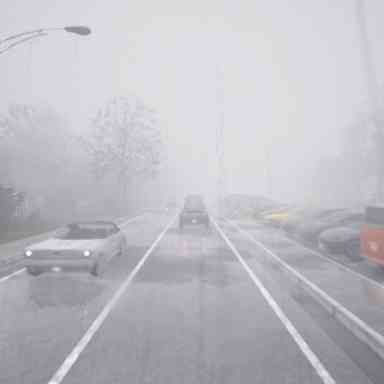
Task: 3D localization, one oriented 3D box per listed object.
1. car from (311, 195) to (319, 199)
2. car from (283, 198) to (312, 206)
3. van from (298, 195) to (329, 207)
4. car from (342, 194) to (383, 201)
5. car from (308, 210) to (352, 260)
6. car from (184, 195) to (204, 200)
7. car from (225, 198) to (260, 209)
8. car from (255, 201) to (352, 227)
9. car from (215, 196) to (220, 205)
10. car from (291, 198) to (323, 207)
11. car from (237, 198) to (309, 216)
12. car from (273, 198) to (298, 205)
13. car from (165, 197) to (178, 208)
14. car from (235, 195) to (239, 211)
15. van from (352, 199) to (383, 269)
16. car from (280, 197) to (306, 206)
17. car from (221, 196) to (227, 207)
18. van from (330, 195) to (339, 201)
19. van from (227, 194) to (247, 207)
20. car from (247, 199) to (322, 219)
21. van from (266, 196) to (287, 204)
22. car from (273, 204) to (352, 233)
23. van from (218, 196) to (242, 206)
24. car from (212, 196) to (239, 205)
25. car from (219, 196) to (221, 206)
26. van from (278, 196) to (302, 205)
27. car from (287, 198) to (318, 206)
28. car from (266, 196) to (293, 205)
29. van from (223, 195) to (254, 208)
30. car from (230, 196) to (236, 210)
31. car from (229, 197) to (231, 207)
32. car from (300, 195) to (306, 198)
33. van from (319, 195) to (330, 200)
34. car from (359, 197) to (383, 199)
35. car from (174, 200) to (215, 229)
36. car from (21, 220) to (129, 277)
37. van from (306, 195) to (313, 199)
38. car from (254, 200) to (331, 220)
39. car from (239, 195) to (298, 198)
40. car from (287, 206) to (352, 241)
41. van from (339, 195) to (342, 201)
[{"bbox_3d":[20.283,1.600,47.676,5.008,1.535,2.097,0,-1,0],"label":"car"},{"bbox_3d":[20.359,1.907,64.419,5.008,1.535,2.097,0,-1,0],"label":"car"},{"bbox_3d":[20.438,1.527,55.988,4.442,1.987,1.878,0,-1,0],"label":"van"},{"bbox_3d":[20.193,1.297,36.741,5.566,2.045,2.435,0,0,0],"label":"car"},{"bbox_3d":[6.985,1.525,11.830,4.792,1.488,2.163,0,0,0],"label":"car"},{"bbox_3d":[0.203,1.318,39.382,2.150,2.045,5.566,0,0,0],"label":"car"},{"bbox_3d":[7.228,1.637,47.893,4.792,1.488,2.163,0,-1,0],"label":"car"},{"bbox_3d":[6.871,1.512,20.159,5.366,1.575,1.946,0,0,0],"label":"car"},{"bbox_3d":[7.276,1.862,61.778,5.008,1.535,2.097,0,-1,0],"label":"car"},{"bbox_3d":[20.329,1.805,58.754,4.892,1.521,2.231,0,-1,0],"label":"car"},{"bbox_3d":[6.914,1.531,28.487,5.366,1.575,1.946,0,0,0],"label":"car"},{"bbox_3d":[20.400,2.059,72.604,4.892,1.521,2.231,0,-1,0],"label":"car"},{"bbox_3d":[-3.154,1.606,53.720,2.097,1.767,4.553,0,-1,1],"label":"car"},{"bbox_3d":[7.097,1.421,34.039,4.553,1.767,2.185,0,0,0],"label":"car"},{"bbox_3d":[7.116,1.263,9.053,4.442,1.987,1.878,0,0,0],"label":"van"},{"bbox_3d":[20.346,1.831,67.067,4.553,1.767,2.185,0,-1,0],"label":"car"},{"bbox_3d":[7.213,1.320,45.144,5.566,2.045,2.435,0,0,0],"label":"car"},{"bbox_3d":[20.366,1.335,42.156,4.442,1.987,1.878,0,0,0],"label":"van"},{"bbox_3d":[7.054,1.340,42.368,4.442,1.987,1.878,0,0,0],"label":"van"},{"bbox_3d":[7.079,1.528,25.710,4.892,1.521,2.231,0,0,0],"label":"car"},{"bbox_3d":[20.567,2.012,81.034,4.442,1.987,1.878,0,-1,0],"label":"van"},{"bbox_3d":[7.013,1.538,17.382,4.792,1.488,2.163,0,0,0],"label":"car"},{"bbox_3d":[7.401,1.688,64.557,4.442,1.987,1.878,0,-1,0],"label":"van"},{"bbox_3d":[7.299,1.815,72.885,5.566,2.045,2.435,0,-1,0],"label":"car"},{"bbox_3d":[7.230,1.749,53.450,4.674,1.452,2.002,0,-1,0],"label":"car"},{"bbox_3d":[20.509,1.781,69.837,4.442,1.987,1.878,0,-1,0],"label":"van"},{"bbox_3d":[20.344,1.854,61.524,5.008,1.535,2.097,0,-1,0],"label":"car"},{"bbox_3d":[20.462,1.916,78.143,5.566,2.045,2.435,0,-1,0],"label":"car"},{"bbox_3d":[7.097,1.433,50.680,4.442,1.987,1.878,0,-1,0],"label":"van"},{"bbox_3d":[7.137,1.553,36.815,5.008,1.535,2.097,0,0,0],"label":"car"},{"bbox_3d":[7.159,1.599,39.591,4.674,1.452,2.002,0,0,0],"label":"car"},{"bbox_3d":[20.122,1.699,53.215,5.366,1.575,1.946,0,-1,0],"label":"car"},{"bbox_3d":[20.148,1.341,45.060,4.442,1.987,1.878,0,-1,0],"label":"van"},{"bbox_3d":[20.201,1.541,33.845,5.008,1.535,2.097,0,0,0],"label":"car"},{"bbox_3d":[0.143,1.508,21.968,2.128,1.511,4.902,0,0,0],"label":"car"},{"bbox_3d":[-3.337,1.605,10.415,1.895,1.301,4.718,0,0,0],"label":"car"},{"bbox_3d":[20.175,1.425,50.451,4.442,1.987,1.878,0,-1,0],"label":"van"},{"bbox_3d":[7.077,1.522,22.934,4.892,1.521,2.231,0,0,0],"label":"car"},{"bbox_3d":[7.082,1.414,31.263,4.553,1.767,2.185,0,0,0],"label":"car"},{"bbox_3d":[6.999,1.531,14.606,4.792,1.488,2.163,0,0,0],"label":"car"},{"bbox_3d":[20.353,1.328,39.511,4.442,1.987,1.878,0,0,0],"label":"van"}]
